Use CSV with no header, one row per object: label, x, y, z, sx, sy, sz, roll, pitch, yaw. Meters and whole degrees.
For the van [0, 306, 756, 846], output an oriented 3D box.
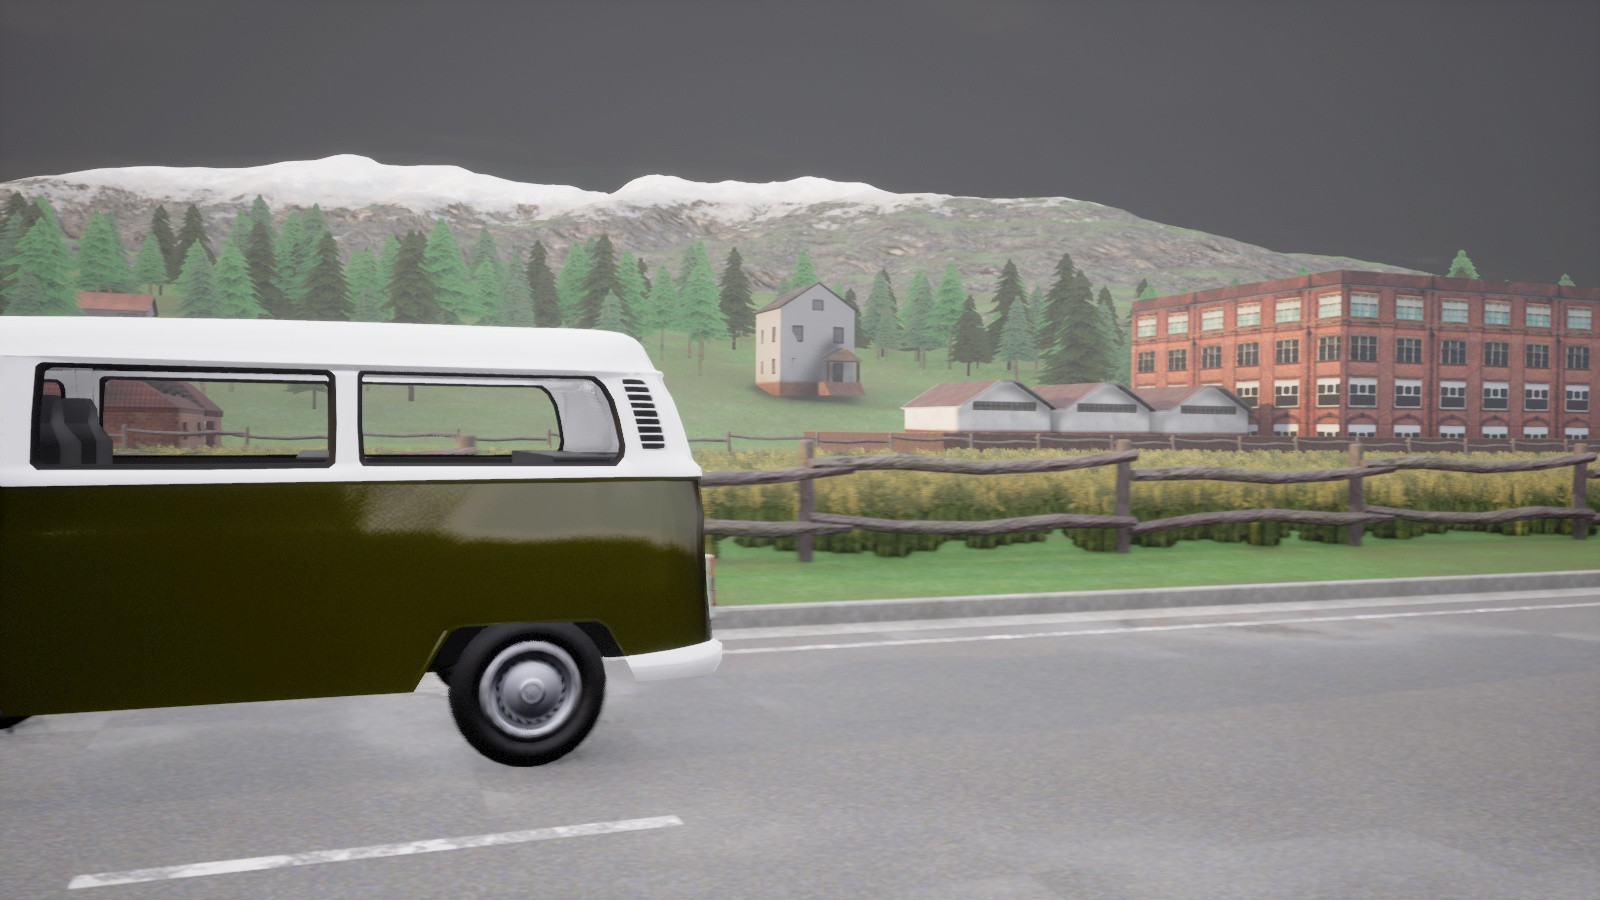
van,-2.676,0.453,5.963,4.480,2.038,2.069,-1,1,-21
